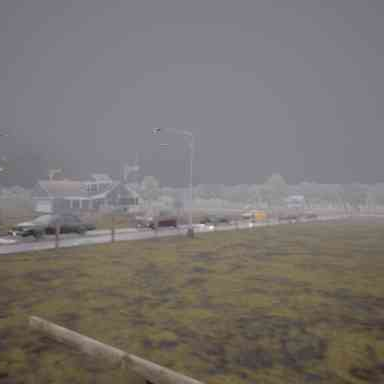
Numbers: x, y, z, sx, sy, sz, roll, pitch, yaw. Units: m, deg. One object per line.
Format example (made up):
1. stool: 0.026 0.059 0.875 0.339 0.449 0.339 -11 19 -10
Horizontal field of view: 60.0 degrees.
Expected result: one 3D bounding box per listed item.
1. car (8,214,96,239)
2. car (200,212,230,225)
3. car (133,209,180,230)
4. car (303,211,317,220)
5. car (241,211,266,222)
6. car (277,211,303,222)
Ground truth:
1. car: -8.752 2.143 21.458 2.033 1.411 5.357 0 -2 34
2. car: 2.648 2.956 37.562 1.994 1.385 4.181 0 -2 35
3. car: -3.093 2.339 29.490 2.097 1.767 4.553 0 -2 35
4. car: 19.870 3.946 56.698 1.882 1.535 5.008 0 -3 35
5. car: 8.426 3.285 45.624 1.882 1.535 5.008 0 -2 36
6. car: 13.934 3.521 48.352 2.128 1.511 4.902 0 -3 35
